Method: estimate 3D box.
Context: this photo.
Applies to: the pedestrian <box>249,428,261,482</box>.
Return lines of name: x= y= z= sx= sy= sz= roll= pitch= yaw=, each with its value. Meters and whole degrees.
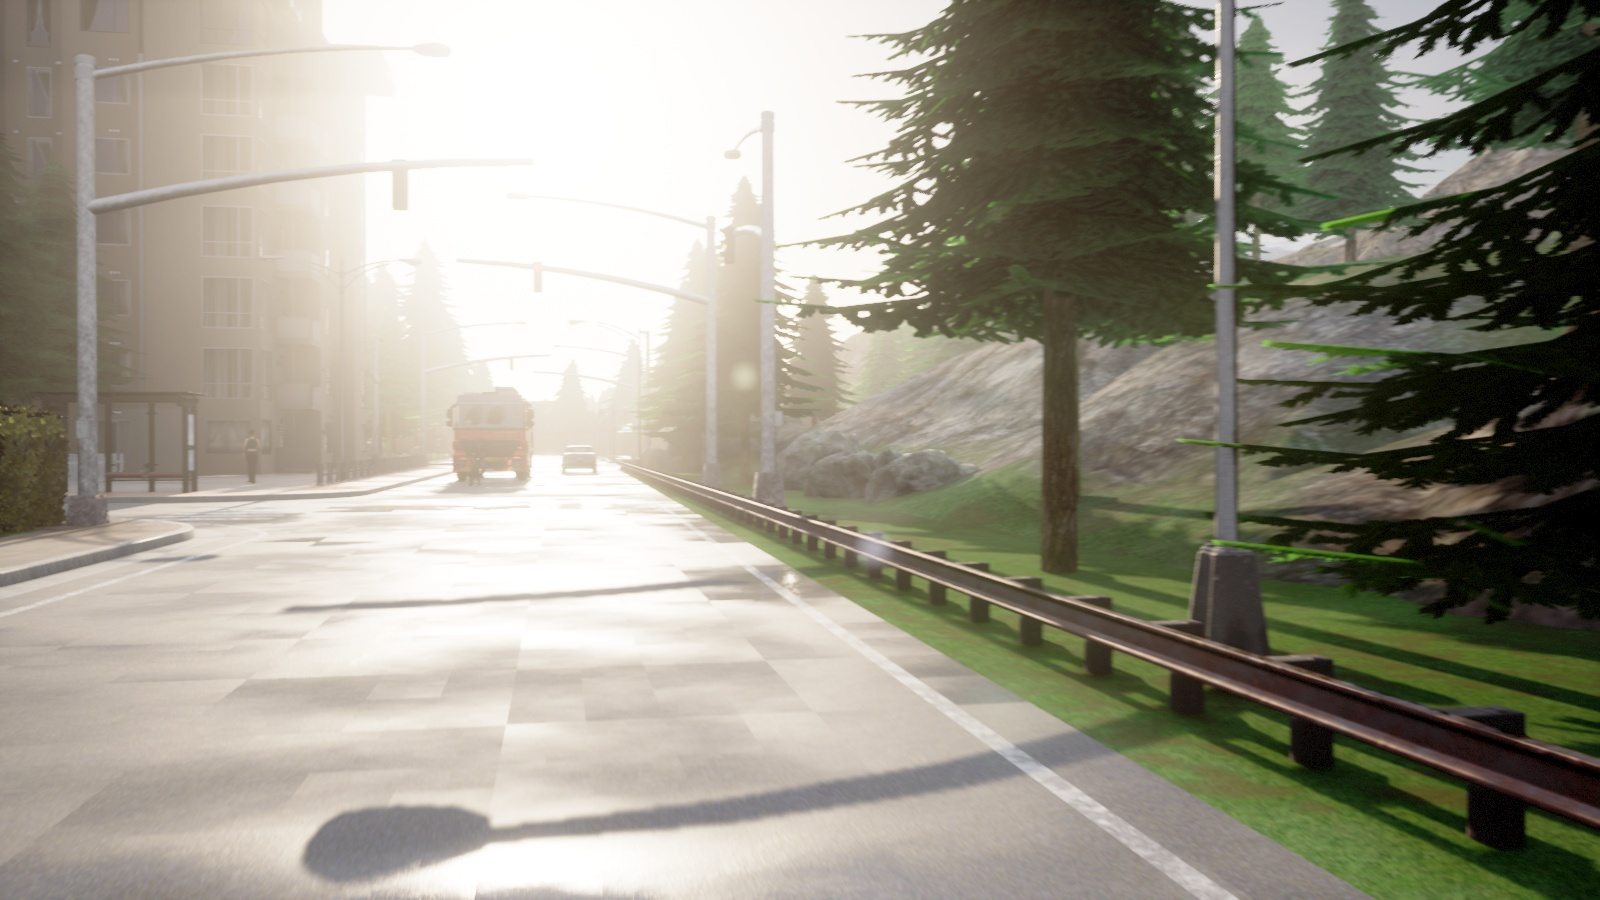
pedestrian: x=-18.463 y=0.165 z=42.545 sx=0.345 sy=1.836 sz=0.594 roll=0 pitch=0 yaw=-20

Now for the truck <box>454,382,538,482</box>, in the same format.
truck: x=-12.607 y=-0.706 z=52.624 sx=2.891 sy=3.827 sz=8.468 roll=0 pitch=0 yaw=-10

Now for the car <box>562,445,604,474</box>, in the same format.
car: x=-11.081 y=0.440 z=64.035 sx=2.033 sy=1.411 sz=5.357 roll=0 pitch=0 yaw=-10
